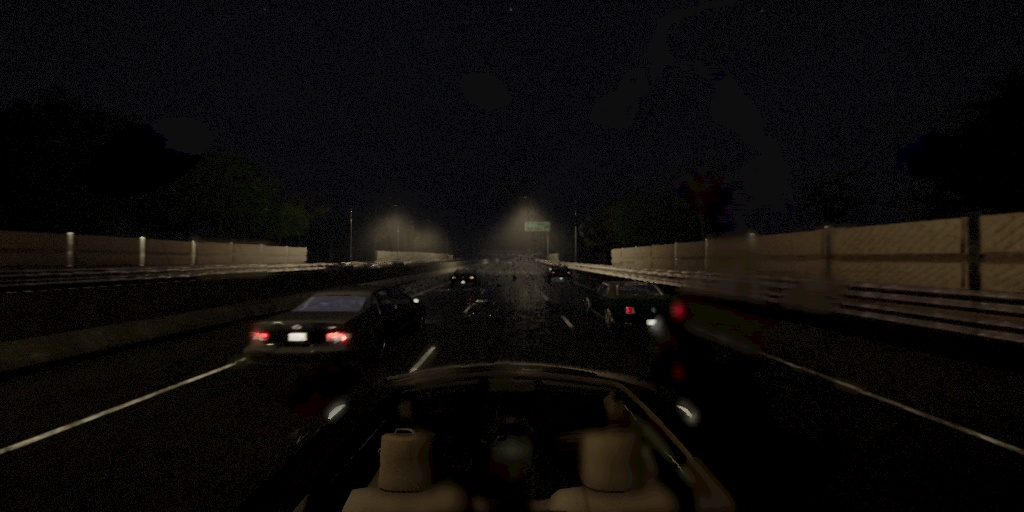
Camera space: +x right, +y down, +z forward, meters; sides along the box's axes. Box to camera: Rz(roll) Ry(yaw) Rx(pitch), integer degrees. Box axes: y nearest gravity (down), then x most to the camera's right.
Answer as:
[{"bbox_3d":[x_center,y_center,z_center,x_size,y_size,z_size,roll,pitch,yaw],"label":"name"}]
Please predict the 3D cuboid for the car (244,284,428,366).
[{"bbox_3d":[-3.403,1.356,8.212,2.033,1.411,5.357,0,-1,0],"label":"car"}]

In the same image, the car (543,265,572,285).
[{"bbox_3d":[3.592,1.459,28.604,2.128,1.511,4.902,0,0,0],"label":"car"}]

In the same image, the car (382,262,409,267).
[{"bbox_3d":[-14.091,1.562,44.596,1.837,1.490,4.892,0,0,0],"label":"car"}]

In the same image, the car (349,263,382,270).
[{"bbox_3d":[-17.593,1.605,44.326,2.033,1.411,5.357,0,0,0],"label":"car"}]

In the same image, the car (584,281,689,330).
[{"bbox_3d":[3.597,1.438,11.403,1.895,1.301,4.718,0,0,0],"label":"car"}]

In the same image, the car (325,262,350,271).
[{"bbox_3d":[-21.088,1.546,44.002,2.128,1.511,4.902,0,0,0],"label":"car"}]

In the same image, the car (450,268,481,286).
[{"bbox_3d":[-3.407,1.558,27.219,1.895,1.301,4.718,0,0,0],"label":"car"}]
